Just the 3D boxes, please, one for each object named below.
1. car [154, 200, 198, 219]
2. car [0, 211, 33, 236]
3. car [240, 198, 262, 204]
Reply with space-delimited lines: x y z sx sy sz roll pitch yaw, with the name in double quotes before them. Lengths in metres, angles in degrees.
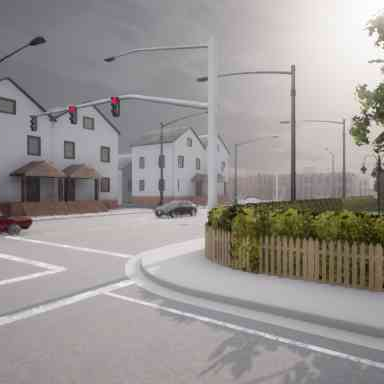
"car" -1.365 1.507 29.835 1.837 1.490 4.892 0 -1 35
"car" -10.612 1.607 16.444 1.895 1.301 4.718 0 0 35
"car" 7.739 1.526 42.987 1.812 1.442 4.674 0 0 35
